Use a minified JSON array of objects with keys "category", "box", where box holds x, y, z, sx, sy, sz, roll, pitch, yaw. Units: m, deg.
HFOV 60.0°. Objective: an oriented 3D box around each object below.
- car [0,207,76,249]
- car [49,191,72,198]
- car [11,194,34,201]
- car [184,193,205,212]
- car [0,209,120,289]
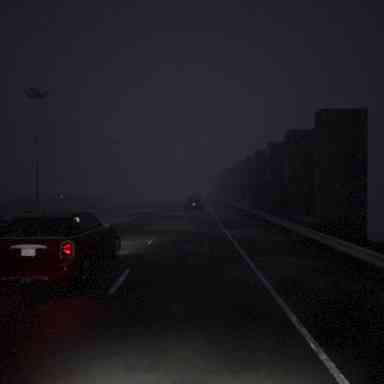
[{"category":"car","box":[-6.891,1.435,14.637,1.895,1.301,4.718,0,1,0]},{"category":"car","box":[-20.480,0.767,51.903,2.097,1.767,4.553,0,1,2]},{"category":"car","box":[-27.421,0.956,53.882,1.994,1.385,4.181,0,1,2]},{"category":"car","box":[0.226,1.130,33.020,2.163,1.488,4.792,0,1,1]},{"category":"car","box":[-3.395,1.249,9.031,2.097,1.767,4.553,0,1,0]}]
